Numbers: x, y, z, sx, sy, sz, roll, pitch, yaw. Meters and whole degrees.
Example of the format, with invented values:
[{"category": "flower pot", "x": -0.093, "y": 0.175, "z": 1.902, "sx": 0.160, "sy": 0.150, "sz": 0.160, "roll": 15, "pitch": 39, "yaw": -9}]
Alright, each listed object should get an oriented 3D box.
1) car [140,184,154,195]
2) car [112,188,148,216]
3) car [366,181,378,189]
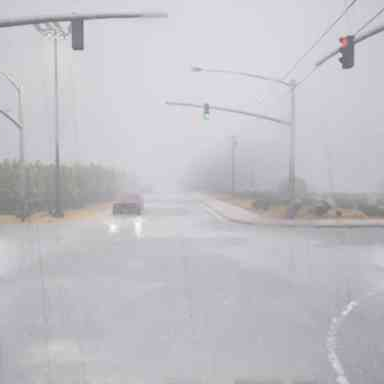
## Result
[{"category": "car", "x": -7.078, "y": -0.490, "z": 53.134, "sx": 1.837, "sy": 1.490, "sz": 4.892, "roll": 0, "pitch": 2, "yaw": -5}, {"category": "car", "x": -4.422, "y": 0.786, "z": 23.540, "sx": 1.882, "sy": 1.535, "sz": 5.008, "roll": 0, "pitch": 3, "yaw": -4}, {"category": "car", "x": 42.115, "y": -1.643, "z": 77.456, "sx": 1.905, "sy": 1.878, "sz": 3.866, "roll": 9, "pitch": 10, "yaw": 41}]
